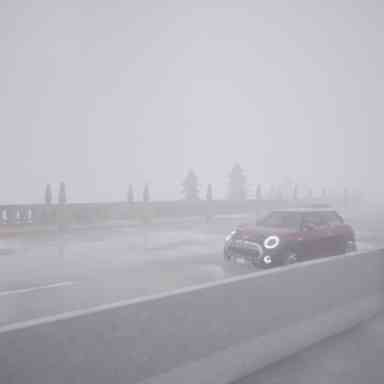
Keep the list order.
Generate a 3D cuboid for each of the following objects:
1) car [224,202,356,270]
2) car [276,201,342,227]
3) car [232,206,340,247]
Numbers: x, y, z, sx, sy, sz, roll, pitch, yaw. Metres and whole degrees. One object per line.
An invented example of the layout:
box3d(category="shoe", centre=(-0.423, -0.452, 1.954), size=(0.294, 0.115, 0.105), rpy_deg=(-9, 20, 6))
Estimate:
box3d(category="car", centre=(3.181, 1.323, 10.582), size=(4.553, 1.767, 2.097), rpy_deg=(0, 0, -36))
box3d(category="car", centre=(8.098, 1.447, 22.820), size=(4.892, 1.490, 1.837), rpy_deg=(0, 0, -37))
box3d(category="car", centre=(4.585, 1.506, 15.858), size=(5.357, 1.411, 2.033), rpy_deg=(0, 0, -35))
